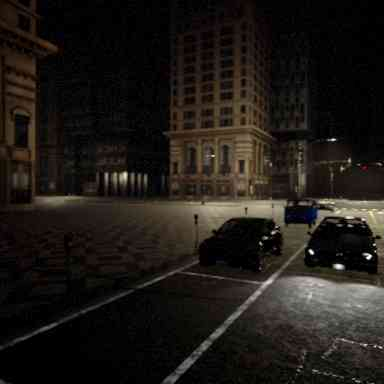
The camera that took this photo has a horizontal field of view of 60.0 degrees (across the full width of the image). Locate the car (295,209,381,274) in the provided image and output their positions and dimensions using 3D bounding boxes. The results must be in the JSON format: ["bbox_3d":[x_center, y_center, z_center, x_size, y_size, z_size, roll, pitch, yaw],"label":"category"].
[{"bbox_3d":[4.956,1.510,10.871,2.033,1.411,5.357,1,0,27],"label":"car"}]

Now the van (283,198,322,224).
[{"bbox_3d":[6.845,1.246,20.749,1.690,1.788,3.998,1,0,27],"label":"van"}]

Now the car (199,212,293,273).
[{"bbox_3d":[1.760,1.500,10.679,1.947,1.339,4.313,1,0,27],"label":"car"}]

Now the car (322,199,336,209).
[{"bbox_3d":[14.468,1.408,35.858,2.008,1.369,4.403,1,0,27],"label":"car"}]
